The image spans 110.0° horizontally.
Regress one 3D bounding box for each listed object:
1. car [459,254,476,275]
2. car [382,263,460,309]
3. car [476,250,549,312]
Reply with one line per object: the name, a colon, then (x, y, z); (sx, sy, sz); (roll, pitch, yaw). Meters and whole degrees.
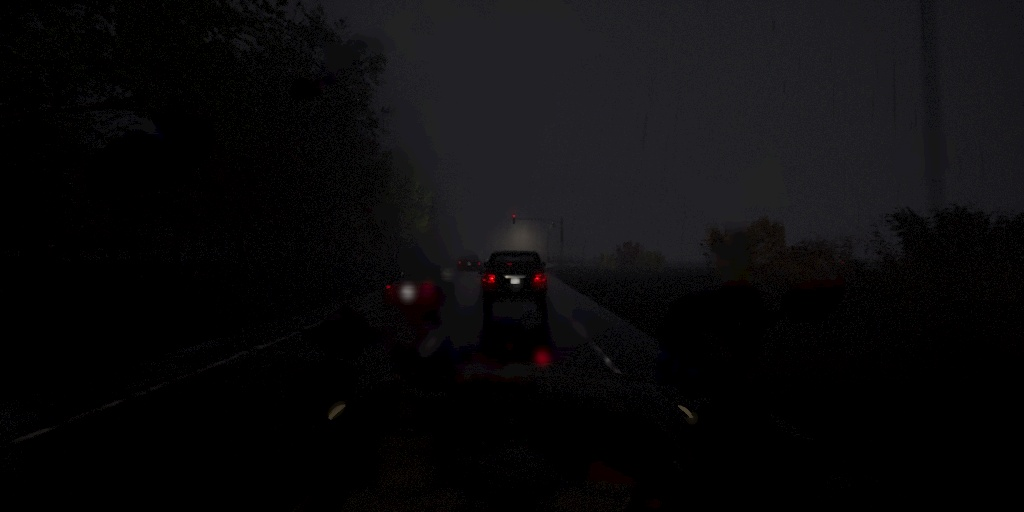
car: (-3.404, 0.633, 31.264); (2.097, 1.767, 4.553); (0, 1, 0)
car: (-3.407, 1.124, 13.750); (1.994, 1.385, 4.181); (0, 1, 0)
car: (0.096, 0.790, 13.304); (2.150, 2.045, 5.566); (0, 1, 0)
